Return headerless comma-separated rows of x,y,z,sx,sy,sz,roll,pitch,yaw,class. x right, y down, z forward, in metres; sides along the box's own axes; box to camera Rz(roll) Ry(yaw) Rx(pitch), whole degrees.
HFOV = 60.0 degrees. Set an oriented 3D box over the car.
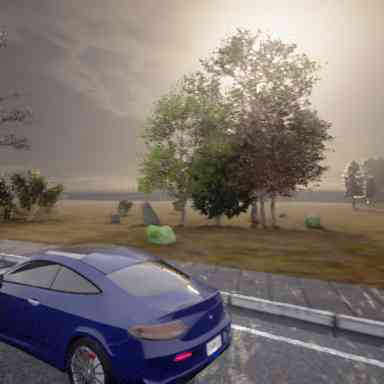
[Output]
-1.680,1.511,4.929,4.674,1.442,1.812,0,0,33,car
